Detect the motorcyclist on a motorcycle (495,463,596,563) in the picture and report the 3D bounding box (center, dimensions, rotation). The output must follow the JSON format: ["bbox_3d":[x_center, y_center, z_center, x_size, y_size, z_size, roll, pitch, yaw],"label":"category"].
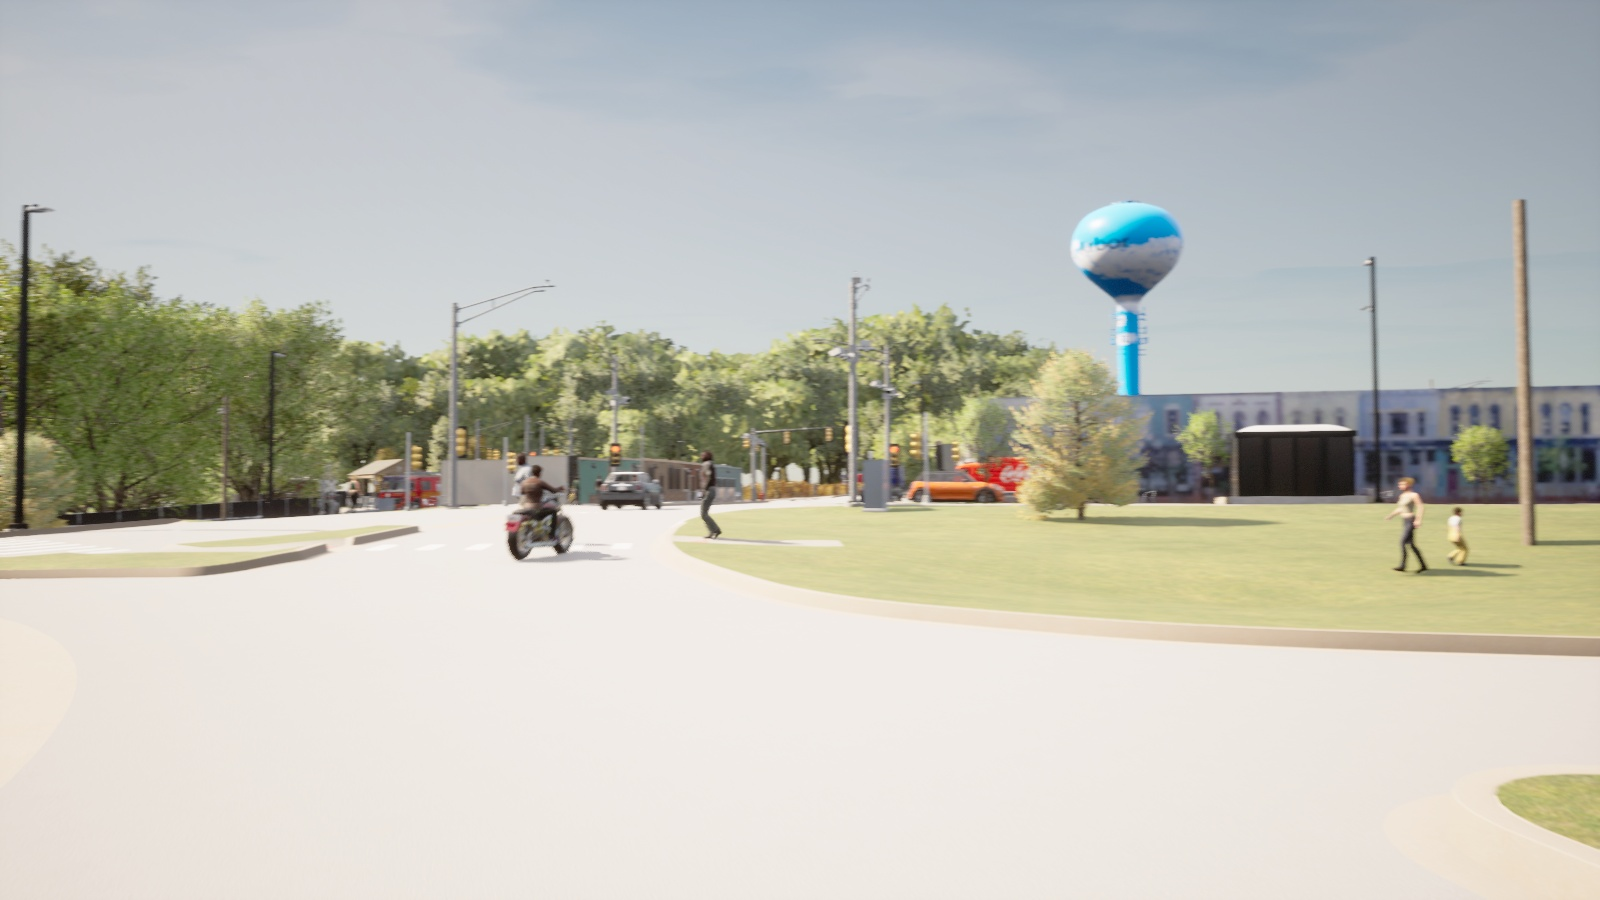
[{"bbox_3d":[-4.386,1.063,21.856,0.766,1.649,2.350,0,-1,15],"label":"motorcyclist on a motorcycle"}]

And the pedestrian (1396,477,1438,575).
[{"bbox_3d":[11.704,1.435,23.820,0.594,1.836,0.345,0,-3,6],"label":"pedestrian"}]

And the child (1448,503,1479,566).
[{"bbox_3d":[13.300,1.689,25.179,0.437,1.263,0.270,0,-3,3],"label":"child"}]

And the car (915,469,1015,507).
[{"bbox_3d":[7.865,1.813,59.628,4.553,1.767,2.097,-1,-3,12],"label":"car"}]

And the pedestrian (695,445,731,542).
[{"bbox_3d":[-1.747,0.873,25.261,0.666,1.930,0.402,0,-3,7],"label":"pedestrian"}]

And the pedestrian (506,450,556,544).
[{"bbox_3d":[-5.429,0.953,25.387,0.900,1.855,0.874,0,-3,-6],"label":"pedestrian"}]

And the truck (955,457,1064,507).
[{"bbox_3d":[10.594,1.629,63.262,5.204,2.467,2.627,0,-3,15],"label":"truck"}]

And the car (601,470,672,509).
[{"bbox_3d":[-6.404,1.566,49.607,1.970,1.475,3.806,0,-2,6],"label":"car"}]

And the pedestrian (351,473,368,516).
[{"bbox_3d":[-18.796,1.895,53.608,0.345,1.836,0.594,-1,-3,25],"label":"pedestrian"}]
